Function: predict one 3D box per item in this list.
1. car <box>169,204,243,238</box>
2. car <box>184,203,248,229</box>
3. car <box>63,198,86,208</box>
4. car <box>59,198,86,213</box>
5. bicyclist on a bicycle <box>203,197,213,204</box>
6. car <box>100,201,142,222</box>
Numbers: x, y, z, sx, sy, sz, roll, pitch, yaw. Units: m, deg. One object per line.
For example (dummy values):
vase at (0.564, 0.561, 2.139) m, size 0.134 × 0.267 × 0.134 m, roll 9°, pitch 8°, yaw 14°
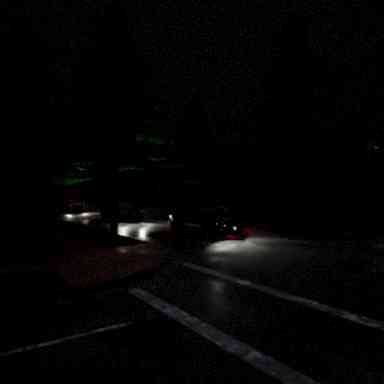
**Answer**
car at (0.616, 1.490, 17.682) m, size 1.837 × 1.490 × 4.892 m, roll 0°, pitch 0°, yaw -36°
car at (1.504, 1.512, 22.634) m, size 1.812 × 1.442 × 4.674 m, roll 0°, pitch 0°, yaw -34°
car at (-17.350, 1.587, 48.990) m, size 1.895 × 1.301 × 4.718 m, roll 0°, pitch 0°, yaw -35°
car at (-13.443, 1.462, 37.293) m, size 1.882 × 1.535 × 5.008 m, roll 0°, pitch 0°, yaw -36°
bicyclist on a bicycle at (1.572, 1.290, 31.760) m, size 1.656 × 1.620 × 0.582 m, roll 0°, pitch 0°, yaw -36°
car at (-5.731, 1.462, 26.526) m, size 1.882 × 1.535 × 5.008 m, roll 0°, pitch 0°, yaw -36°
